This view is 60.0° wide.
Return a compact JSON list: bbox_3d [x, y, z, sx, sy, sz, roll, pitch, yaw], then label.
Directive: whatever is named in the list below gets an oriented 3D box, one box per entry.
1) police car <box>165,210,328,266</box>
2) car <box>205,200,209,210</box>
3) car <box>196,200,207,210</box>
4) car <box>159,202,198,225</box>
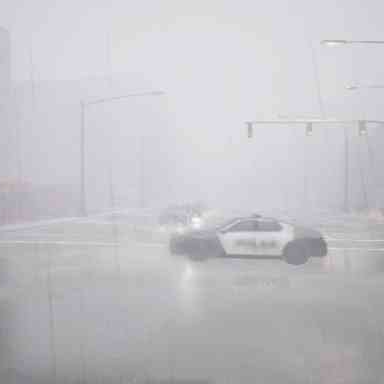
[{"bbox_3d":[1.803,1.530,11.256,4.974,1.542,2.038,0,0,7],"label":"police car"},{"bbox_3d":[1.321,1.843,45.361,2.128,1.511,4.902,0,-1,7],"label":"car"},{"bbox_3d":[0.094,1.807,34.921,1.895,1.301,4.718,0,-1,8],"label":"car"},{"bbox_3d":[-1.088,1.642,24.947,2.033,1.411,5.357,0,-1,7],"label":"car"}]
